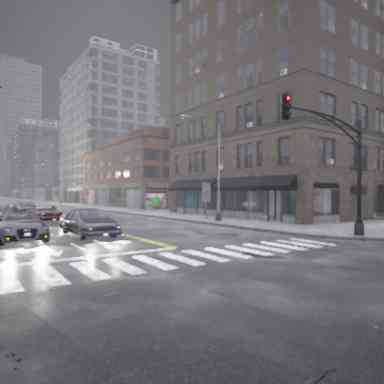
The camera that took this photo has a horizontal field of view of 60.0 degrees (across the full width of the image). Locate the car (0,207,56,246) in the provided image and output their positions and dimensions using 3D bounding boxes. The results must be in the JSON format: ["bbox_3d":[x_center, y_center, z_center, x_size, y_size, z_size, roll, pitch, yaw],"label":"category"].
[{"bbox_3d":[-7.982,1.590,15.454,1.994,1.385,4.181,1,0,-35],"label":"car"}]

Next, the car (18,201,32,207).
[{"bbox_3d":[-17.104,1.621,34.075,2.033,1.411,5.357,1,0,-36],"label":"car"}]

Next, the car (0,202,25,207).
[{"bbox_3d":[-13.294,1.582,23.005,2.033,1.411,5.357,1,0,-35],"label":"car"}]

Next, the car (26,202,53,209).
[{"bbox_3d":[-11.059,1.663,25.478,1.895,1.301,4.718,1,0,-35],"label":"car"}]

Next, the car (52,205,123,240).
[{"bbox_3d":[-5.543,1.600,17.638,2.033,1.411,5.357,1,0,-35],"label":"car"}]
